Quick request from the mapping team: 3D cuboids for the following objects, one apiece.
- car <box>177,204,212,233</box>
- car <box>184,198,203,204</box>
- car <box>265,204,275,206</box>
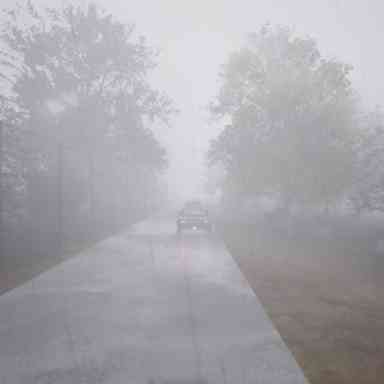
[{"bbox_3d":[0.133,1.593,19.755,1.895,1.301,4.718,0,0,0],"label":"car"},{"bbox_3d":[0.159,1.490,37.666,1.837,1.490,4.892,0,0,0],"label":"car"},{"bbox_3d":[19.966,4.387,83.375,2.435,2.045,5.566,0,1,-18],"label":"car"}]
